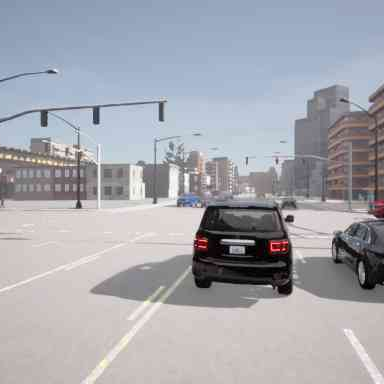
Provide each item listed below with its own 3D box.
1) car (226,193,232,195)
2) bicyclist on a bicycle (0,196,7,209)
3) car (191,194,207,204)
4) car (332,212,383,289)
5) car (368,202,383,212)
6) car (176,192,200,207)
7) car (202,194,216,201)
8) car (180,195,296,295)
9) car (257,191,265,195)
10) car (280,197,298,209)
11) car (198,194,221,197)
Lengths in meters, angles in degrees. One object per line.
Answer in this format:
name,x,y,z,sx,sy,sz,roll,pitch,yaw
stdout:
car,6.184,1.091,64.268,1.837,1.490,4.892,0,1,12
bicyclist on a bicycle,-23.742,1.303,41.537,0.582,1.620,1.656,0,0,10
car,1.295,1.217,57.975,1.837,1.490,4.892,0,1,11
car,5.118,1.505,8.945,1.837,1.490,4.892,0,0,11
car,17.262,1.218,26.640,5.566,2.045,2.150,0,0,10
car,-0.639,1.079,48.503,2.150,2.045,5.566,0,1,12
car,3.456,1.075,68.235,2.033,1.411,5.357,0,1,12
car,1.558,1.221,9.073,2.150,2.045,5.566,0,0,15
car,17.620,0.559,85.140,2.097,1.767,4.553,0,1,11
car,13.050,1.405,45.020,2.033,1.411,5.357,0,1,12
car,2.436,1.381,46.090,1.837,1.490,4.892,0,1,12
